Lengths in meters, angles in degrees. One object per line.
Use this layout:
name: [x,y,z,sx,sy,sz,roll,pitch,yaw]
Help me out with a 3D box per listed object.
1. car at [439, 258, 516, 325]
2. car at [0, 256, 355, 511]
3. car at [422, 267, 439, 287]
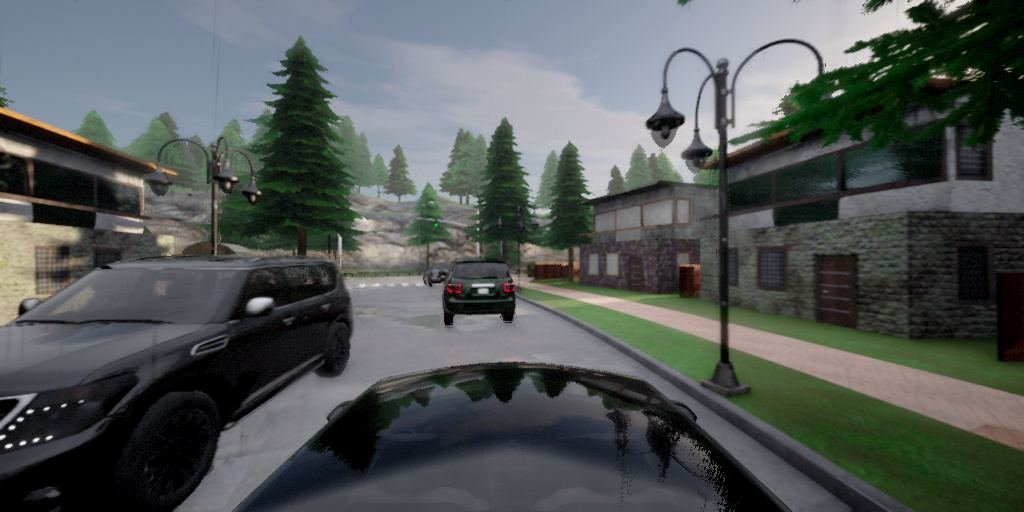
car: [-1.345,1.084,12.637,2.150,2.045,5.566,0,0,-12]
car: [-3.857,1.005,4.540,2.150,2.045,5.566,0,-1,-5]
car: [-5.713,1.562,27.629,2.033,1.411,5.357,0,-1,-20]
